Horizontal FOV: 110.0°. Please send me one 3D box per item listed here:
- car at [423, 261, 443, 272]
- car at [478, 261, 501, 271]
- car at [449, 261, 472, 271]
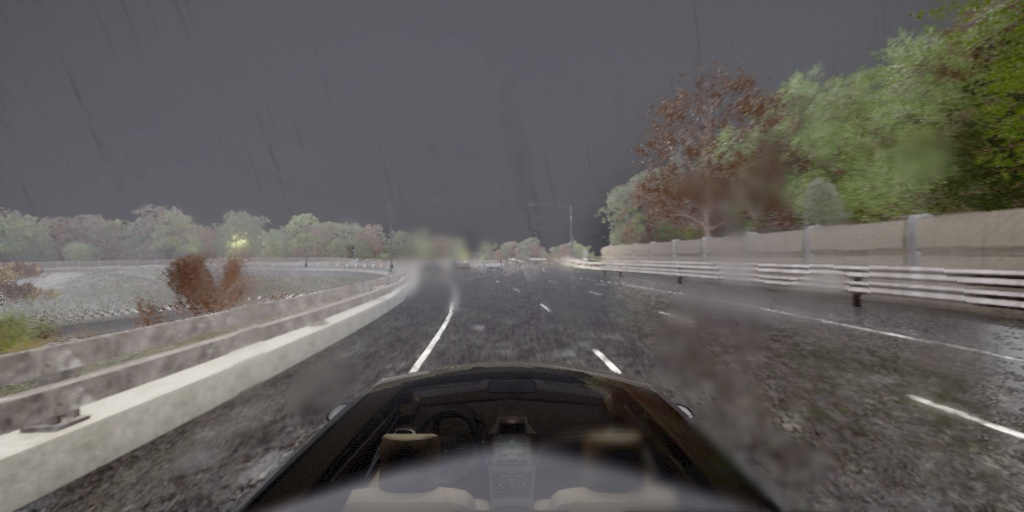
[{"bbox_3d":[-11.262,1.441,50.599,1.812,1.442,4.674,-1,0,-27],"label":"car"},{"bbox_3d":[-3.253,1.342,50.155,1.895,1.301,4.718,-1,0,-25],"label":"car"},{"bbox_3d":[-7.347,1.378,50.719,2.033,1.411,5.357,-1,0,-26],"label":"car"}]
